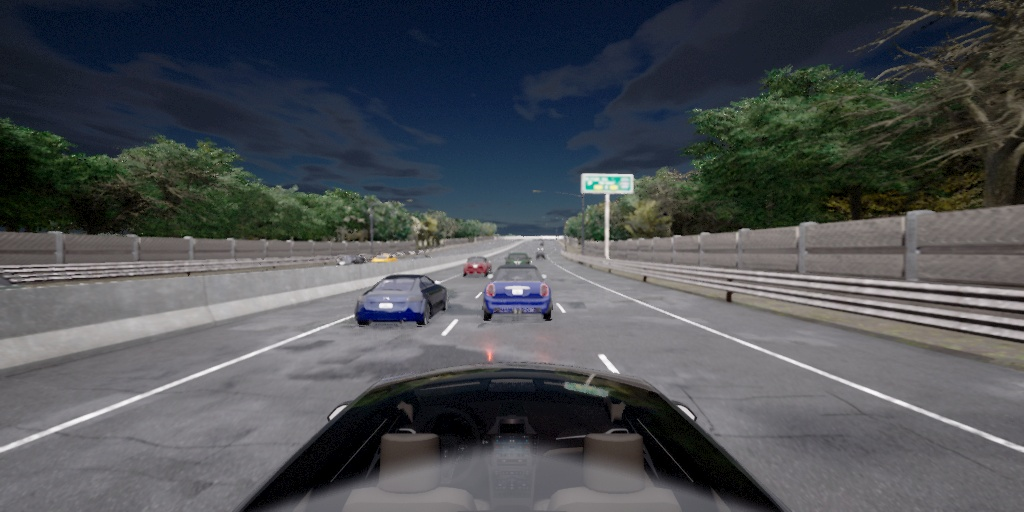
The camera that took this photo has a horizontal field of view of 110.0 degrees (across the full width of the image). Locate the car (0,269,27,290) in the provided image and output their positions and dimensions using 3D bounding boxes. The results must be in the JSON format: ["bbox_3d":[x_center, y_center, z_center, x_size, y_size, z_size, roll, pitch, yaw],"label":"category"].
[{"bbox_3d":[-14.060,1.079,7.796,2.097,1.767,4.553,0,0,0],"label":"car"}]

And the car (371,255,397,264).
[{"bbox_3d":[-16.644,0.632,46.799,1.882,1.535,5.008,0,1,3],"label":"car"}]

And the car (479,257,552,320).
[{"bbox_3d":[0.182,1.056,12.611,2.097,1.767,4.553,0,0,1],"label":"car"}]

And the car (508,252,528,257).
[{"bbox_3d":[0.532,0.706,31.271,2.150,2.045,5.566,0,1,2],"label":"car"}]

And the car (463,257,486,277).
[{"bbox_3d":[-2.956,0.830,31.575,2.097,1.767,4.553,0,1,1],"label":"car"}]

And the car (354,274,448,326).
[{"bbox_3d":[-3.329,1.275,11.522,1.994,1.385,4.181,0,0,1],"label":"car"}]

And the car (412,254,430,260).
[{"bbox_3d":[-12.945,0.546,51.242,1.837,1.490,4.892,0,1,3],"label":"car"}]

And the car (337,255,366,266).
[{"bbox_3d":[-20.206,0.686,45.223,2.128,1.511,4.902,0,1,2],"label":"car"}]
